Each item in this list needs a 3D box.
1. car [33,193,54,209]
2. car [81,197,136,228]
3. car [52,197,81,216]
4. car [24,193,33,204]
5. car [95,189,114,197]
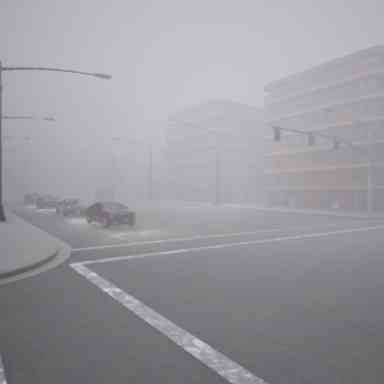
[{"bbox_3d":[-16.278,1.128,37.625,1.994,1.385,4.181,0,1,-34],"label":"car"},{"bbox_3d":[-5.350,1.353,21.647,1.882,1.535,5.008,0,1,-35],"label":"car"},{"bbox_3d":[-10.636,1.340,29.349,1.895,1.301,4.718,0,1,-34],"label":"car"},{"bbox_3d":[-22.021,0.875,46.098,2.128,1.511,4.902,0,1,-34],"label":"car"},{"bbox_3d":[-16.535,0.447,63.002,2.150,2.045,5.566,0,1,-34],"label":"car"}]
